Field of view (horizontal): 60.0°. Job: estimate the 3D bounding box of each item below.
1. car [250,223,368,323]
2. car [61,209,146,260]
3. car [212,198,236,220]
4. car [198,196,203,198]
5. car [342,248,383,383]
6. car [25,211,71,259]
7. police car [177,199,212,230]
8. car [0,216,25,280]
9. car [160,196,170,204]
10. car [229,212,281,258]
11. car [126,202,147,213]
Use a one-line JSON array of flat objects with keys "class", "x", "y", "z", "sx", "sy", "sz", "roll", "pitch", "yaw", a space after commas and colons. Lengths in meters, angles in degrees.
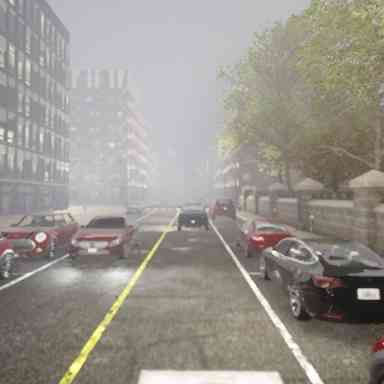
[{"class": "car", "x": 2.688, "y": 1.599, "z": 7.147, "sx": 1.947, "sy": 1.339, "sz": 4.313, "roll": 1, "pitch": 0, "yaw": 0}, {"class": "car", "x": -3.118, "y": 1.582, "z": 12.743, "sx": 1.812, "sy": 1.442, "sz": 4.674, "roll": 0, "pitch": 0, "yaw": 0}, {"class": "car", "x": 2.660, "y": 1.436, "z": 29.062, "sx": 2.192, "sy": 1.841, "sz": 5.009, "roll": 1, "pitch": 0, "yaw": 0}, {"class": "car", "x": 2.563, "y": 1.877, "z": 95.114, "sx": 1.947, "sy": 1.339, "sz": 4.313, "roll": 1, "pitch": 0, "yaw": 0}, {"class": "car", "x": 2.697, "y": 1.449, "z": 1.668, "sx": 1.967, "sy": 1.590, "sz": 4.097, "roll": 1, "pitch": 0, "yaw": 0}, {"class": "car", "x": -5.699, "y": 1.496, "z": 12.636, "sx": 1.967, "sy": 1.590, "sz": 4.097, "roll": 1, "pitch": 0, "yaw": 0}, {"class": "police car", "x": 0.070, "y": 1.518, "z": 21.852, "sx": 1.930, "sy": 1.638, "sz": 5.238, "roll": 0, "pitch": 0, "yaw": 0}, {"class": "car", "x": -5.691, "y": 1.473, "z": 7.162, "sx": 1.967, "sy": 1.590, "sz": 4.097, "roll": 1, "pitch": 0, "yaw": 0}, {"class": "car", "x": -5.784, "y": 1.697, "z": 72.476, "sx": 1.967, "sy": 1.590, "sz": 4.097, "roll": 1, "pitch": 0, "yaw": 0}, {"class": "car", "x": 2.680, "y": 1.638, "z": 12.625, "sx": 1.802, "sy": 1.307, "sz": 4.206, "roll": 1, "pitch": 0, "yaw": 0}, {"class": "car", "x": -5.731, "y": 1.692, "z": 34.532, "sx": 2.008, "sy": 1.369, "sz": 4.403, "roll": 1, "pitch": 0, "yaw": 0}]
